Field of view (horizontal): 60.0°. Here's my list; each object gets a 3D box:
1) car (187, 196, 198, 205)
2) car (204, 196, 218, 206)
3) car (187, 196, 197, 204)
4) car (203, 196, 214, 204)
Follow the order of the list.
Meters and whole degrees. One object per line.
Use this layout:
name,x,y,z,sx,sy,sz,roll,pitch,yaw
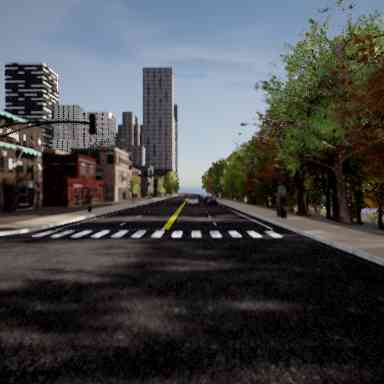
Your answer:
car,0.113,1.627,57.318,1.895,1.301,4.718,0,0,0
car,3.360,1.573,55.796,2.033,1.411,5.357,0,0,0
car,0.015,1.532,67.358,1.837,1.490,4.892,0,0,0
car,3.267,1.532,66.290,1.837,1.490,4.892,0,0,0
